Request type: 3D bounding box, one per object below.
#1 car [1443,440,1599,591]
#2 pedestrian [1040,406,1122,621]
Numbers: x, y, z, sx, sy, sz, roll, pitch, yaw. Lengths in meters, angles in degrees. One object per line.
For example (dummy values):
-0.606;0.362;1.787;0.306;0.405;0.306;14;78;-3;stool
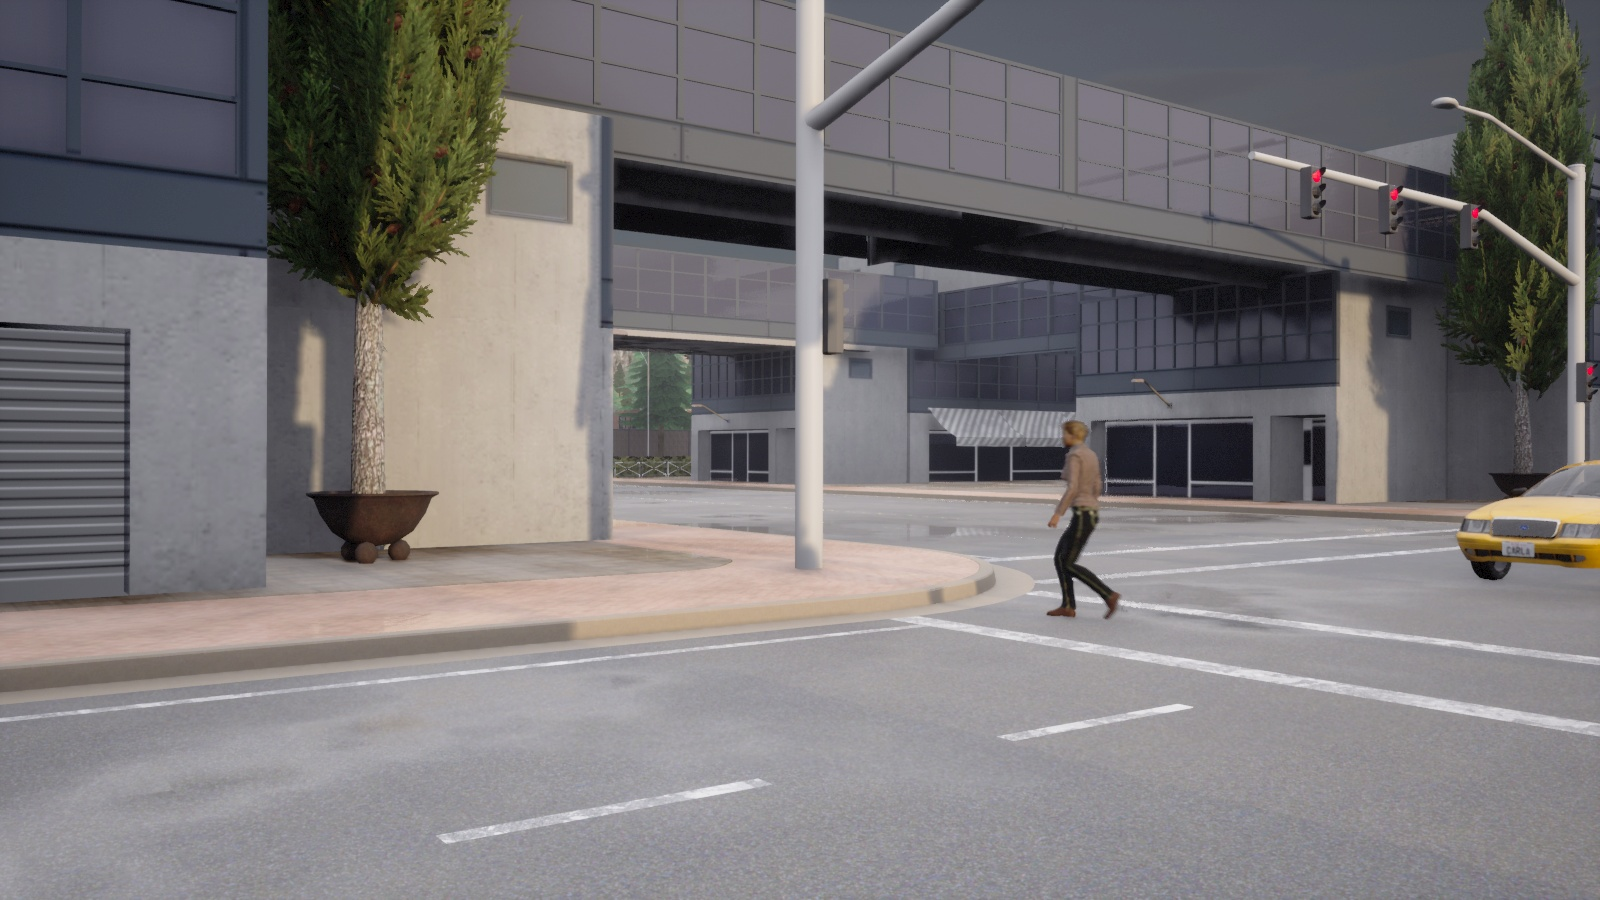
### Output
10.091;0.704;15.311;5.366;1.575;1.801;0;0;-36;car
2.472;0.545;11.058;0.634;1.846;0.331;0;0;27;pedestrian
